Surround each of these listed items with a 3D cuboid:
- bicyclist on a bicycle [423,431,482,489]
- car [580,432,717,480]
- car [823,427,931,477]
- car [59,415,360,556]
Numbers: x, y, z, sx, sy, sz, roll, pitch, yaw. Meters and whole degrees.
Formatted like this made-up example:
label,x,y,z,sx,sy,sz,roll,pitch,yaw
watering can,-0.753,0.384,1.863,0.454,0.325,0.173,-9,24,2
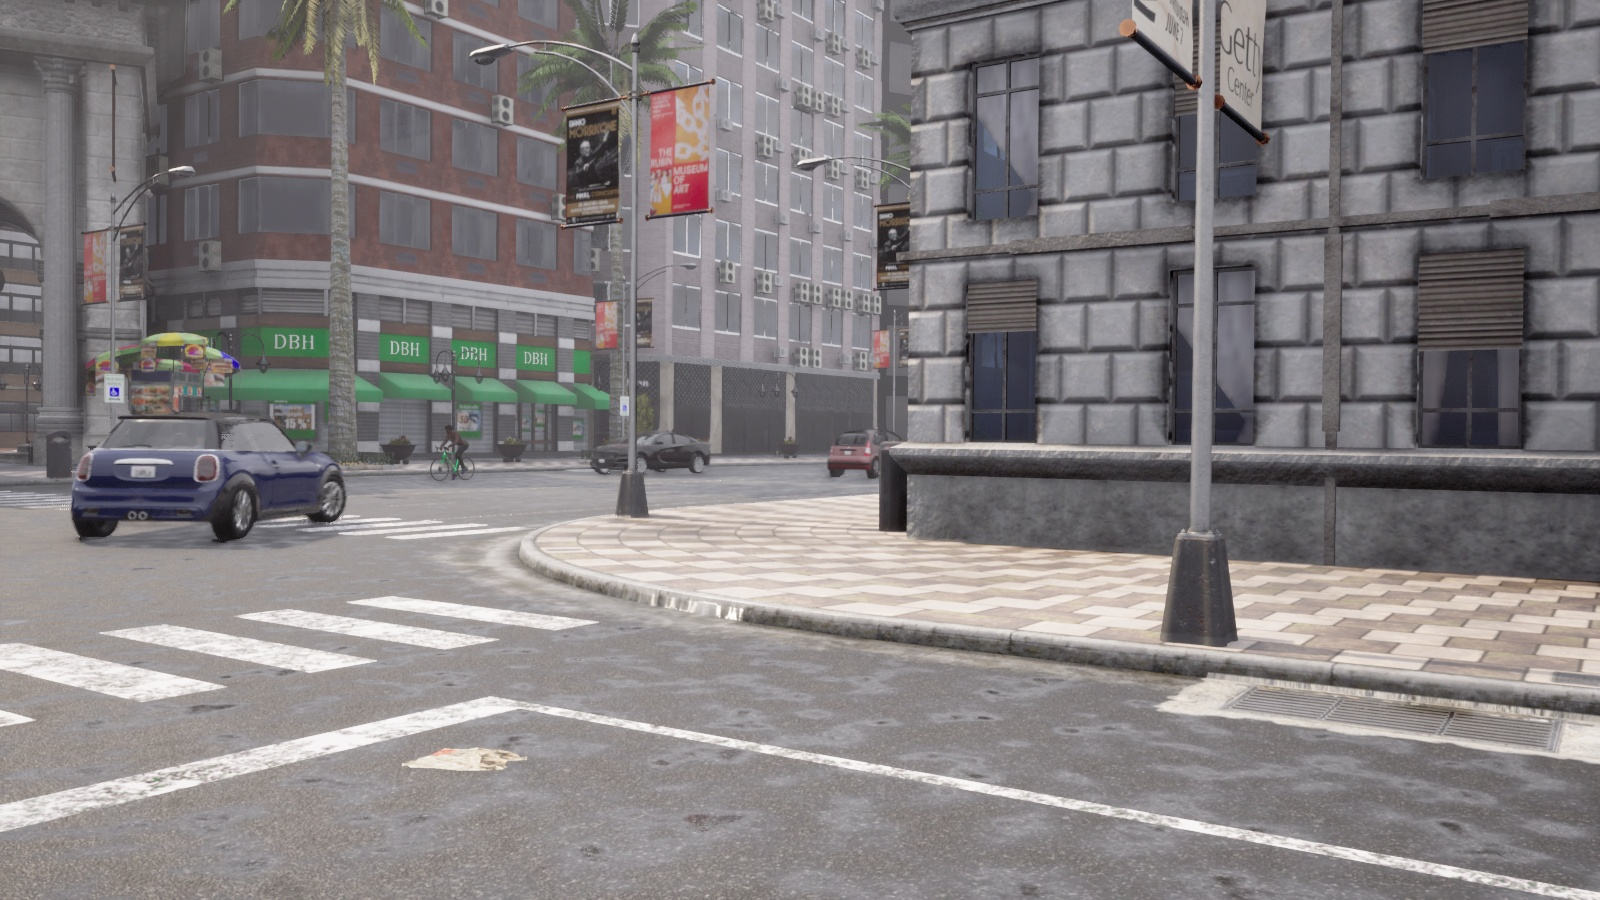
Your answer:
label,x,y,z,sx,sy,sz,roll,pitch,yaw
bicyclist on a bicycle,-10.069,0.278,36.450,0.582,1.620,1.656,0,1,34
car,-5.172,0.160,43.662,1.882,1.535,5.008,0,1,34
car,2.675,0.022,42.752,1.851,1.617,3.988,0,1,34
car,-8.250,0.417,18.122,2.097,1.767,4.553,0,1,2
